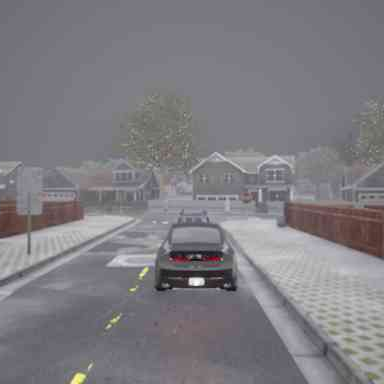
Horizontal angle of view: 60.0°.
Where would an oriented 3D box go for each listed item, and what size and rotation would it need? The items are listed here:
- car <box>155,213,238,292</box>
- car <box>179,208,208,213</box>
[{"bbox_3d":[0.094,1.545,9.033,1.837,1.490,4.892,0,0,0],"label":"car"},{"bbox_3d":[0.090,1.699,22.004,1.895,1.301,4.718,0,0,0],"label":"car"}]
